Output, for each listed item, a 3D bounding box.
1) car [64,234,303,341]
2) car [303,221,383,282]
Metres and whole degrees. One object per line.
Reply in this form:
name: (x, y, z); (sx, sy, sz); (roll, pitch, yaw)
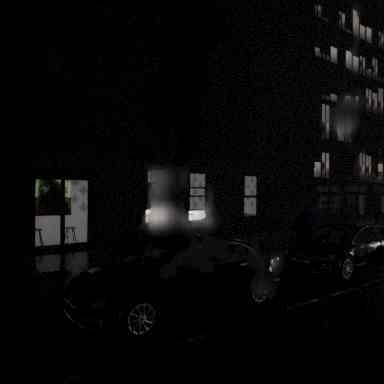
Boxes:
car: (-0.140, 1.551, 6.436); (4.403, 1.369, 2.008); (0, 0, -35)
car: (4.495, 1.550, 9.712); (4.403, 1.369, 2.008); (0, 0, -35)
